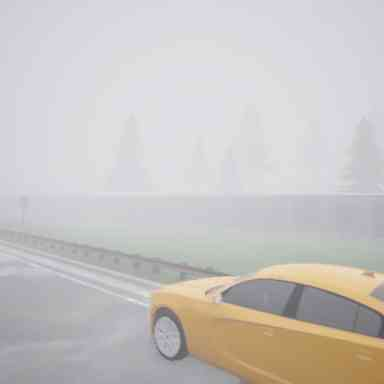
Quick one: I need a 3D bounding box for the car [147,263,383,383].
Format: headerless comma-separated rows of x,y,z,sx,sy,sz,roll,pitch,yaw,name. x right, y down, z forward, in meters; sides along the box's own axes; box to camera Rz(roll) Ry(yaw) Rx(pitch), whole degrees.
1.432,1.698,4.394,5.008,1.535,1.882,-1,-3,44,car
